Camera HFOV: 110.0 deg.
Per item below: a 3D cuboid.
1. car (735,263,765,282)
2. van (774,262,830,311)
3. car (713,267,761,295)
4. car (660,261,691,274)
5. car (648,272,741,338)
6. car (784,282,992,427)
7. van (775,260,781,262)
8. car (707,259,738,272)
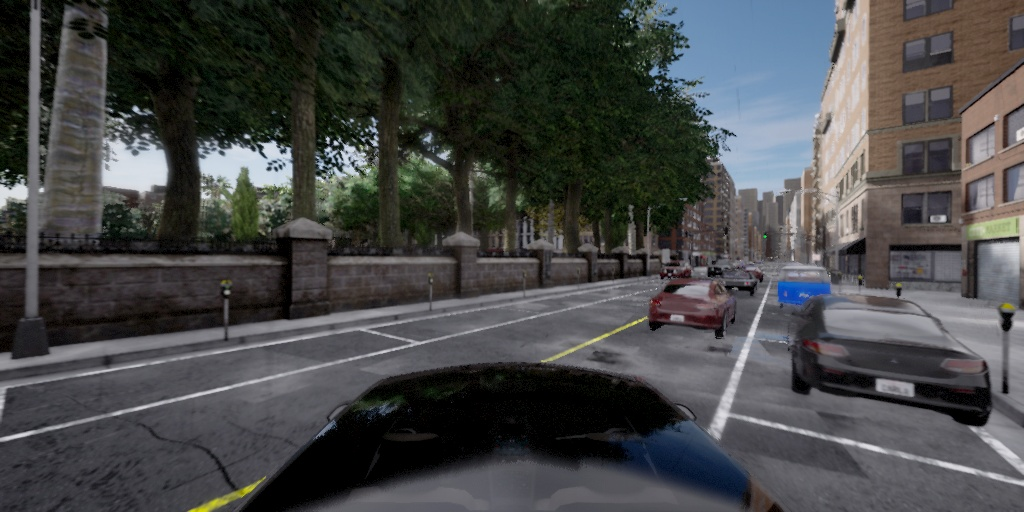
[{"bbox_3d":[22.890,1.657,34.321,1.812,1.442,4.674,0,0,36],"label":"car"},{"bbox_3d":[12.268,1.286,15.224,1.690,1.789,3.998,0,0,37],"label":"van"},{"bbox_3d":[13.861,1.589,21.979,1.895,1.301,4.718,0,0,37],"label":"car"},{"bbox_3d":[15.530,1.363,33.907,2.192,1.841,5.009,0,0,37],"label":"car"},{"bbox_3d":[5.419,1.375,10.619,1.812,1.442,4.674,0,0,37],"label":"car"},{"bbox_3d":[5.742,1.360,5.944,1.812,1.442,4.674,0,0,37],"label":"car"},{"bbox_3d":[22.396,1.448,28.854,1.690,1.789,3.998,0,0,37],"label":"van"},{"bbox_3d":[23.125,1.377,39.660,2.150,2.045,5.566,0,-1,37],"label":"car"}]
